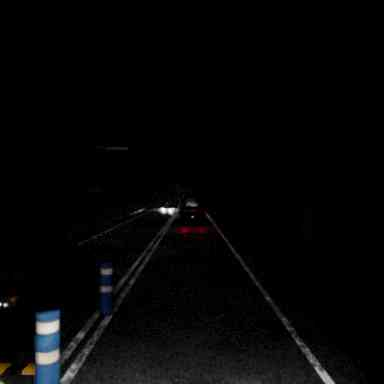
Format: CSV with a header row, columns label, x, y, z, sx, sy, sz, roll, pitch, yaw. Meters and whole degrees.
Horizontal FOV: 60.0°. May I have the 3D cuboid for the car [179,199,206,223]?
label,x,y,z,sx,sy,sz,roll,pitch,yaw
car,0.037,1.520,25.548,2.128,1.511,4.902,0,0,0

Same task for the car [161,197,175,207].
label,x,y,z,sx,sy,sz,roll,pitch,yaw
car,-3.602,1.528,50.531,2.128,1.511,4.902,0,0,-1

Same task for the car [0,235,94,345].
label,x,y,z,sx,sy,sz,roll,pitch,yaw
car,-3.357,1.570,6.393,1.994,1.385,4.181,0,0,0
